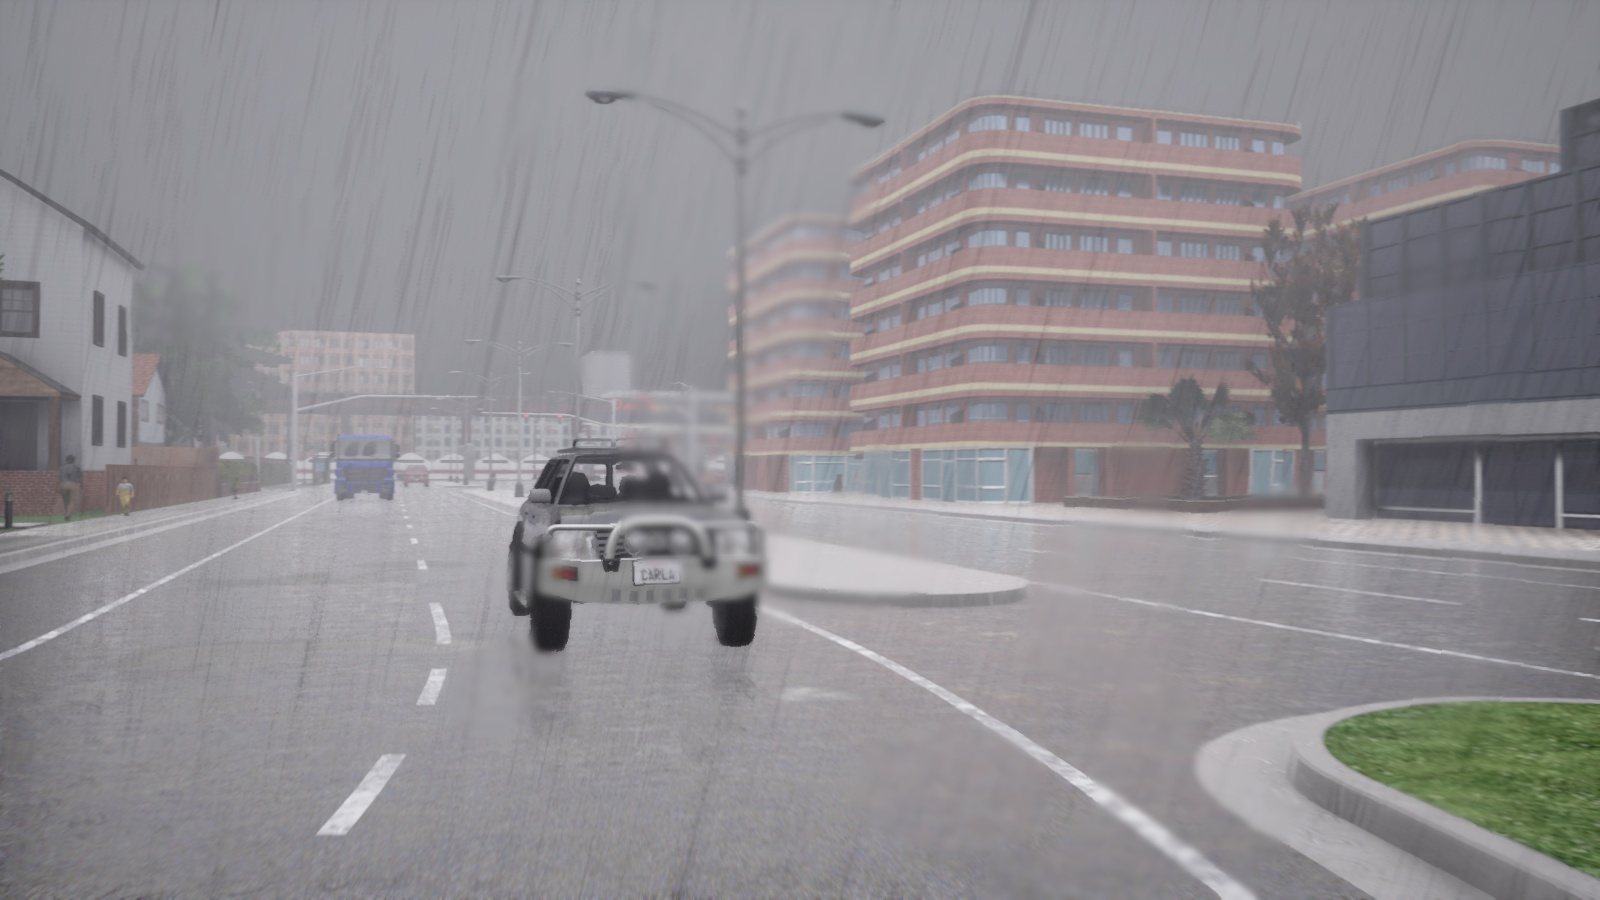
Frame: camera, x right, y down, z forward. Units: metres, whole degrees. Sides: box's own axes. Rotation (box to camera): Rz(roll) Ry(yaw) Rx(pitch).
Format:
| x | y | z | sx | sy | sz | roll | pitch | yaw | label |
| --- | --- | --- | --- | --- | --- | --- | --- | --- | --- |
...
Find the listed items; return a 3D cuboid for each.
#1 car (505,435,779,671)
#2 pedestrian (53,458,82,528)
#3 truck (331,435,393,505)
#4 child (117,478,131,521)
| x | y | z | sx | sy | sz | roll | pitch | yaw | label |
| --- | --- | --- | --- | --- | --- | --- | --- | --- | --- |
| -1.765 | 0.848 | 12.358 | 1.932 | 1.855 | 4.605 | 0 | -1 | -17 | car |
| -19.667 | 1.140 | 33.736 | 0.540 | 1.848 | 0.694 | 0 | -1 | -20 | pedestrian |
| -23.136 | 1.072 | 66.593 | 2.891 | 3.462 | 7.936 | 0 | -1 | -18 | truck |
| -20.351 | 1.491 | 37.809 | 0.270 | 1.263 | 0.437 | 0 | -1 | -18 | child |
